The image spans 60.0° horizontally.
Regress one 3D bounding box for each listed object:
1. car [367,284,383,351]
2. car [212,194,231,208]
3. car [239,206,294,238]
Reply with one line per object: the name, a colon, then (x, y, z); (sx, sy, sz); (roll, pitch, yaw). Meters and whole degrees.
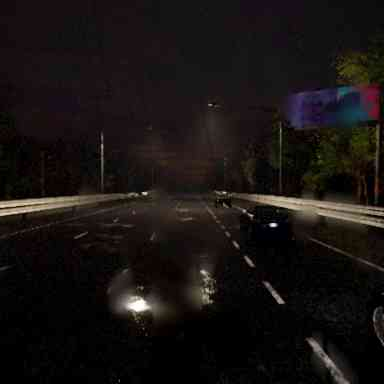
car: (3.532, 1.489, 3.017); (1.812, 1.442, 4.674); (0, 1, 0)
car: (3.491, 1.035, 38.869); (1.837, 1.490, 4.892); (0, 1, 0)
car: (3.497, 1.368, 16.317); (1.994, 1.385, 4.181); (0, 1, 0)
